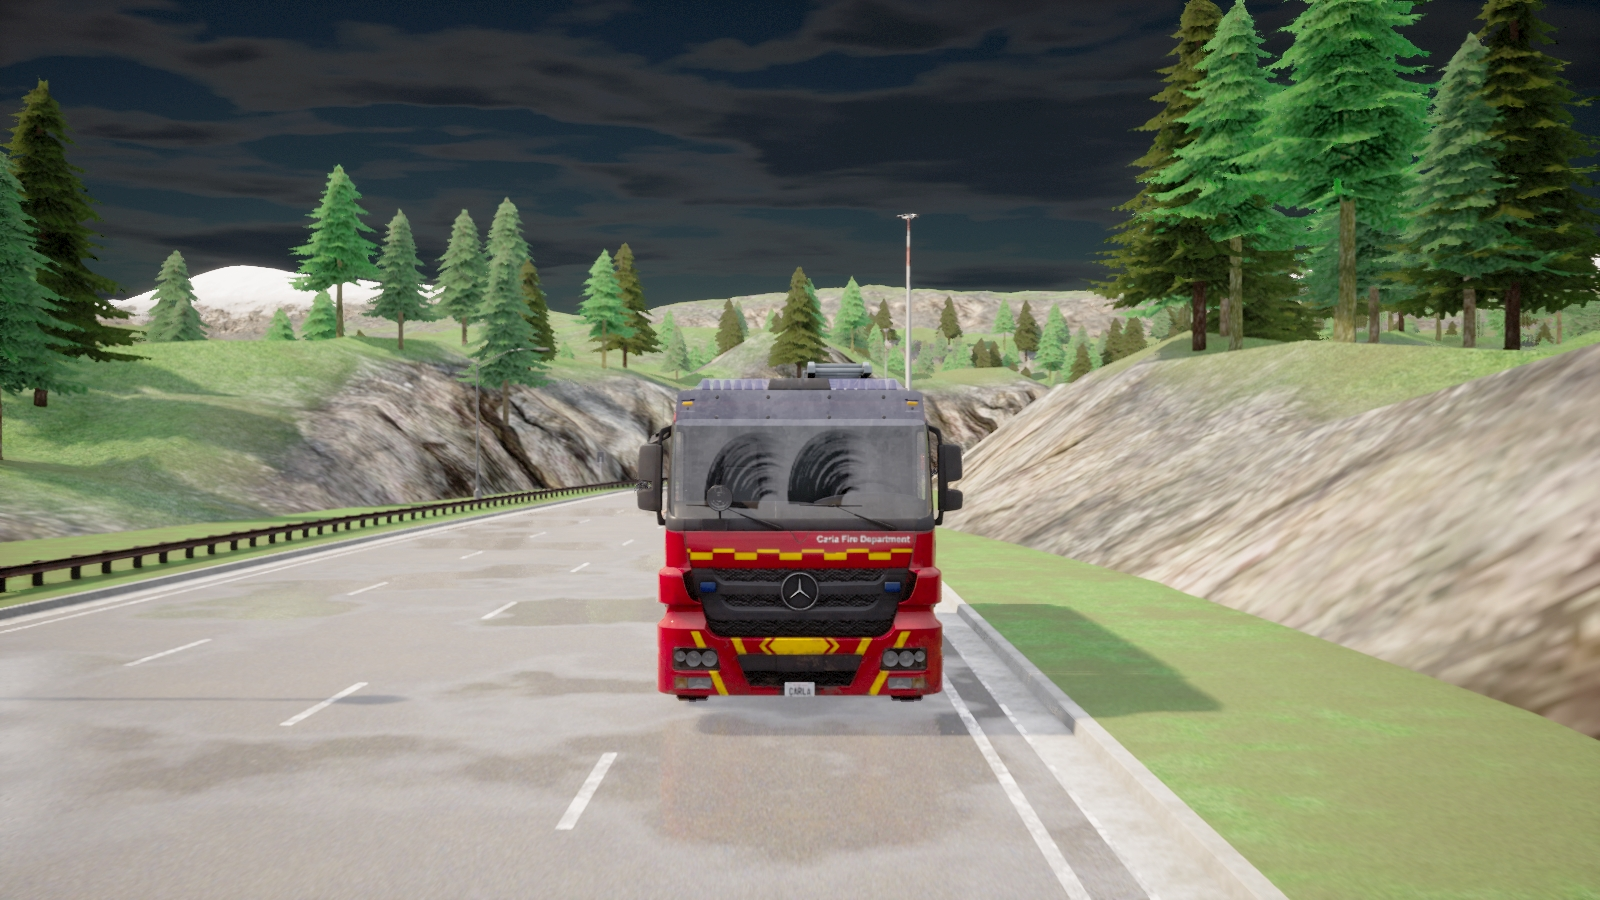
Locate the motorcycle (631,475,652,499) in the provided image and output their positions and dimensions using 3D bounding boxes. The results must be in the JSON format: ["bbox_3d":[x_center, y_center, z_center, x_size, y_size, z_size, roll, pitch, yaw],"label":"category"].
[{"bbox_3d":[-9.307,2.155,67.174,0.764,1.307,2.356,0,0,3],"label":"motorcycle"}]

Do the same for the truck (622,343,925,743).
[{"bbox_3d":[-0.249,0.890,15.166,2.891,3.827,8.468,0,0,0],"label":"truck"}]
